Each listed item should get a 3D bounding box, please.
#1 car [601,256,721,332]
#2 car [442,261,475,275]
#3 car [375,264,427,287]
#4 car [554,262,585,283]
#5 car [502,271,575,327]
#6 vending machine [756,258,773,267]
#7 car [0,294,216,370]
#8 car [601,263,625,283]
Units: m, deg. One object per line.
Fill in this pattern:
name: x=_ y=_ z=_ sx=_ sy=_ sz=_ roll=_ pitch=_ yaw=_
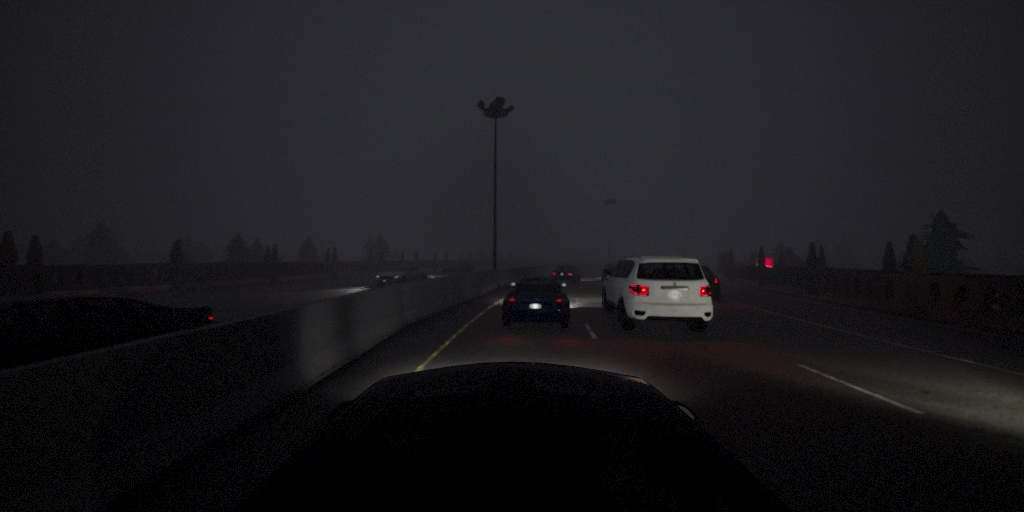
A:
car: x=4.270 y=1.029 z=11.400 sx=2.150 sy=2.045 sz=5.566 roll=0 pitch=0 yaw=6
car: x=-6.118 y=1.341 z=41.373 sx=1.882 sy=1.535 sz=5.008 roll=0 pitch=0 yaw=22
car: x=-7.610 y=1.322 z=25.174 sx=1.812 sy=1.442 sz=4.674 roll=0 pitch=0 yaw=14
car: x=4.514 y=1.421 z=29.299 sx=2.033 sy=1.411 sz=5.357 roll=0 pitch=0 yaw=18
car: x=0.854 y=1.355 z=11.809 sx=1.994 sy=1.385 sz=4.181 roll=0 pitch=0 yaw=6
vending machine: x=19.490 y=1.140 z=27.713 sx=1.100 sy=2.100 sz=0.880 roll=0 pitch=0 yaw=20
car: x=-6.963 y=1.273 z=4.934 sx=2.033 sy=1.411 sz=5.357 roll=0 pitch=0 yaw=2
car: x=8.700 y=1.405 z=30.631 sx=1.837 sy=1.490 sz=4.892 roll=0 pitch=0 yaw=18
